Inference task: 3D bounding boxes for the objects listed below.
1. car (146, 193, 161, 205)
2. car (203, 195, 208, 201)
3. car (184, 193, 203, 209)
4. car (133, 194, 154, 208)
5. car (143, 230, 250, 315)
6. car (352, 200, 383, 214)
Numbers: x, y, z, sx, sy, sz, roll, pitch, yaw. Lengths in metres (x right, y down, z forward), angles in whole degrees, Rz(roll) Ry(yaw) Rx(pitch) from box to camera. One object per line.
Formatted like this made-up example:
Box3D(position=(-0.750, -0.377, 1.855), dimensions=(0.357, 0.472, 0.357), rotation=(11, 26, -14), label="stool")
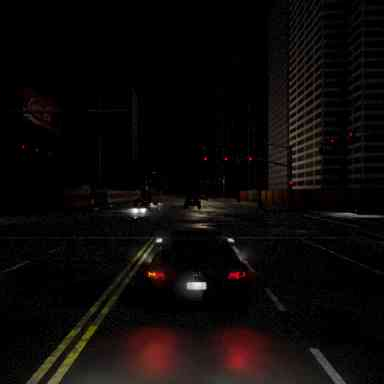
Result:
Box3D(position=(-7.241, 1.221, 57.993), dimensions=(2.150, 2.045, 5.566), rotation=(0, 0, 0), label="car")
Box3D(position=(3.250, 1.525, 87.500), dimensions=(2.128, 1.511, 4.902), rotation=(0, 0, 0), label="car")
Box3D(position=(0.037, 1.221, 46.835), dimensions=(2.150, 2.045, 5.566), rotation=(0, 0, 0), label="car")
Box3D(position=(-7.223, 1.491, 48.041), dimensions=(2.128, 1.511, 4.902), rotation=(0, 0, 0), label="car")
Box3D(position=(0.075, 1.564, 7.661), dimensions=(1.994, 1.385, 4.181), rotation=(0, 0, 0), label="car")
Box3D(position=(19.619, 1.547, 34.452), dimensions=(5.357, 1.411, 2.033), rotation=(0, 0, 0), label="car")
